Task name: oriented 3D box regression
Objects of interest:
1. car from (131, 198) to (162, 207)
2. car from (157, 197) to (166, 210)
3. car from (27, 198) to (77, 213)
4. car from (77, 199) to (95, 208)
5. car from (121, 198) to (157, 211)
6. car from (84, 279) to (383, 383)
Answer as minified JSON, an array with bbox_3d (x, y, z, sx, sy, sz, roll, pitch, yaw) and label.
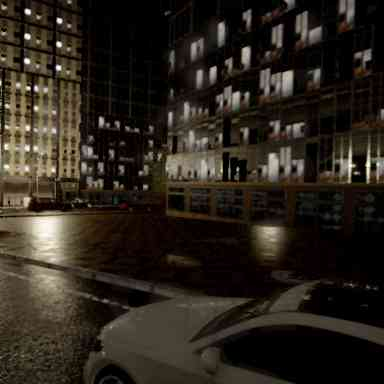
[{"bbox_3d":[-7.589,1.737,55.991,4.829,1.417,1.752,1,1,-34],"label":"car"},{"bbox_3d":[-2.995,1.742,49.582,5.009,1.841,2.192,1,1,-34],"label":"car"},{"bbox_3d":[-17.027,1.601,39.975,5.009,1.841,2.192,1,1,-34],"label":"car"},{"bbox_3d":[-16.804,1.670,49.683,4.403,1.369,2.008,1,1,-34],"label":"car"},{"bbox_3d":[-7.678,1.924,46.384,4.507,1.381,1.887,1,1,-34],"label":"car"},{"bbox_3d":[1.100,1.524,2.777,4.674,1.442,1.812,0,0,35],"label":"car"}]
